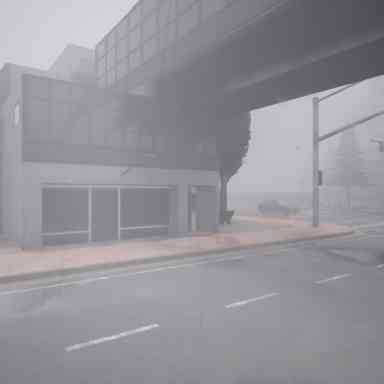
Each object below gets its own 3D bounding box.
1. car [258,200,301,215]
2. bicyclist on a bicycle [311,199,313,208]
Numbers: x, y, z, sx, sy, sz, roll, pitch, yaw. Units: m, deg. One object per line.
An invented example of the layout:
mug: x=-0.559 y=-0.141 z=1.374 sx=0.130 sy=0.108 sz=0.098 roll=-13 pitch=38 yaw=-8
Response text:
car: x=8.765 y=1.526 z=33.745 sx=1.812 sy=1.442 sz=4.674 roll=0 pitch=0 yaw=-36
bicyclist on a bicycle: x=15.798 y=1.301 z=42.775 sx=1.656 sy=1.620 sz=0.582 roll=0 pitch=0 yaw=-36
